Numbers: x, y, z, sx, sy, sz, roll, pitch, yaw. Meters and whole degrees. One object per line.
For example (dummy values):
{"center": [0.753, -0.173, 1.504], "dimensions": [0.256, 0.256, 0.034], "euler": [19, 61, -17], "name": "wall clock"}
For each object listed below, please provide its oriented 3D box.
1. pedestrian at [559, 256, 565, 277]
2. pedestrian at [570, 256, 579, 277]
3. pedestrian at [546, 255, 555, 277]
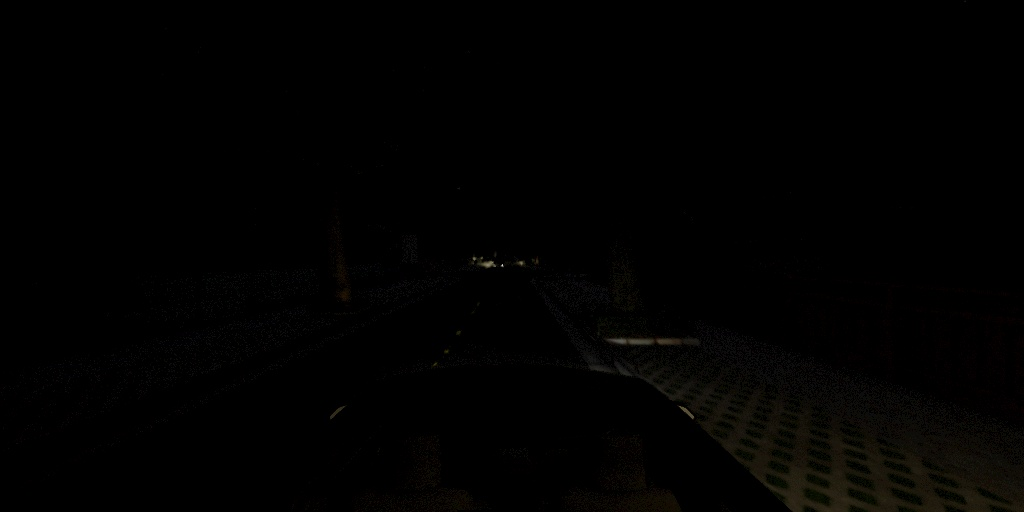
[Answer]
{"center": [4.170, 0.842, 29.761], "dimensions": [0.375, 1.860, 0.375], "euler": [0, 0, 0], "name": "pedestrian"}
{"center": [5.266, 0.842, 30.361], "dimensions": [0.375, 1.860, 0.375], "euler": [0, 0, 0], "name": "pedestrian"}
{"center": [3.325, 0.842, 30.961], "dimensions": [0.375, 1.860, 0.375], "euler": [0, 0, 0], "name": "pedestrian"}
